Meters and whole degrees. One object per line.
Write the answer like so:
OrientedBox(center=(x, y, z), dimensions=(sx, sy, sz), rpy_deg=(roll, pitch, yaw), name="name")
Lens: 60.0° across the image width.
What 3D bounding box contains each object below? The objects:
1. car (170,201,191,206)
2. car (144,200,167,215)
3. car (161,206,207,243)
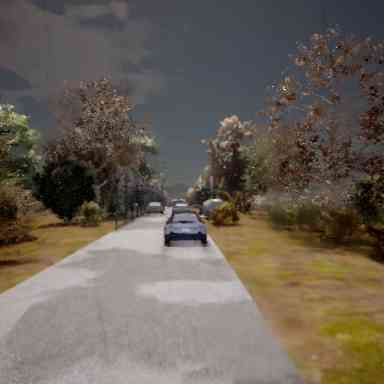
OrientedBox(center=(-1.053, 1.763, 33.828), dimensions=(1.812, 1.442, 4.674), rpy_deg=(0, -1, -2), name="car")
OrientedBox(center=(-4.159, 1.828, 37.746), dimensions=(1.812, 1.442, 4.674), rpy_deg=(0, -1, -2), name="car")
OrientedBox(center=(-0.338, 1.616, 16.324), dimensions=(1.994, 1.385, 4.181), rpy_deg=(0, 0, -2), name="car")
